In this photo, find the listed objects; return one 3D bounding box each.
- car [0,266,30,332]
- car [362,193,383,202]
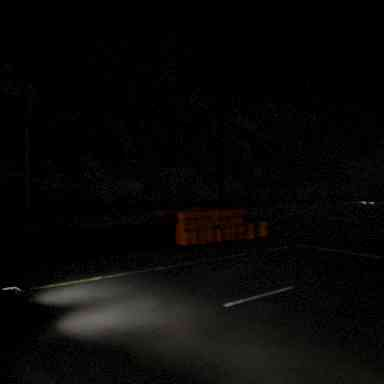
[{"bbox_3d":[-4.854,1.535,4.625,4.674,1.442,1.812,0,0,-35],"label":"car"},{"bbox_3d":[30.887,0.928,56.181,5.357,1.411,2.033,-1,0,-35],"label":"car"}]
